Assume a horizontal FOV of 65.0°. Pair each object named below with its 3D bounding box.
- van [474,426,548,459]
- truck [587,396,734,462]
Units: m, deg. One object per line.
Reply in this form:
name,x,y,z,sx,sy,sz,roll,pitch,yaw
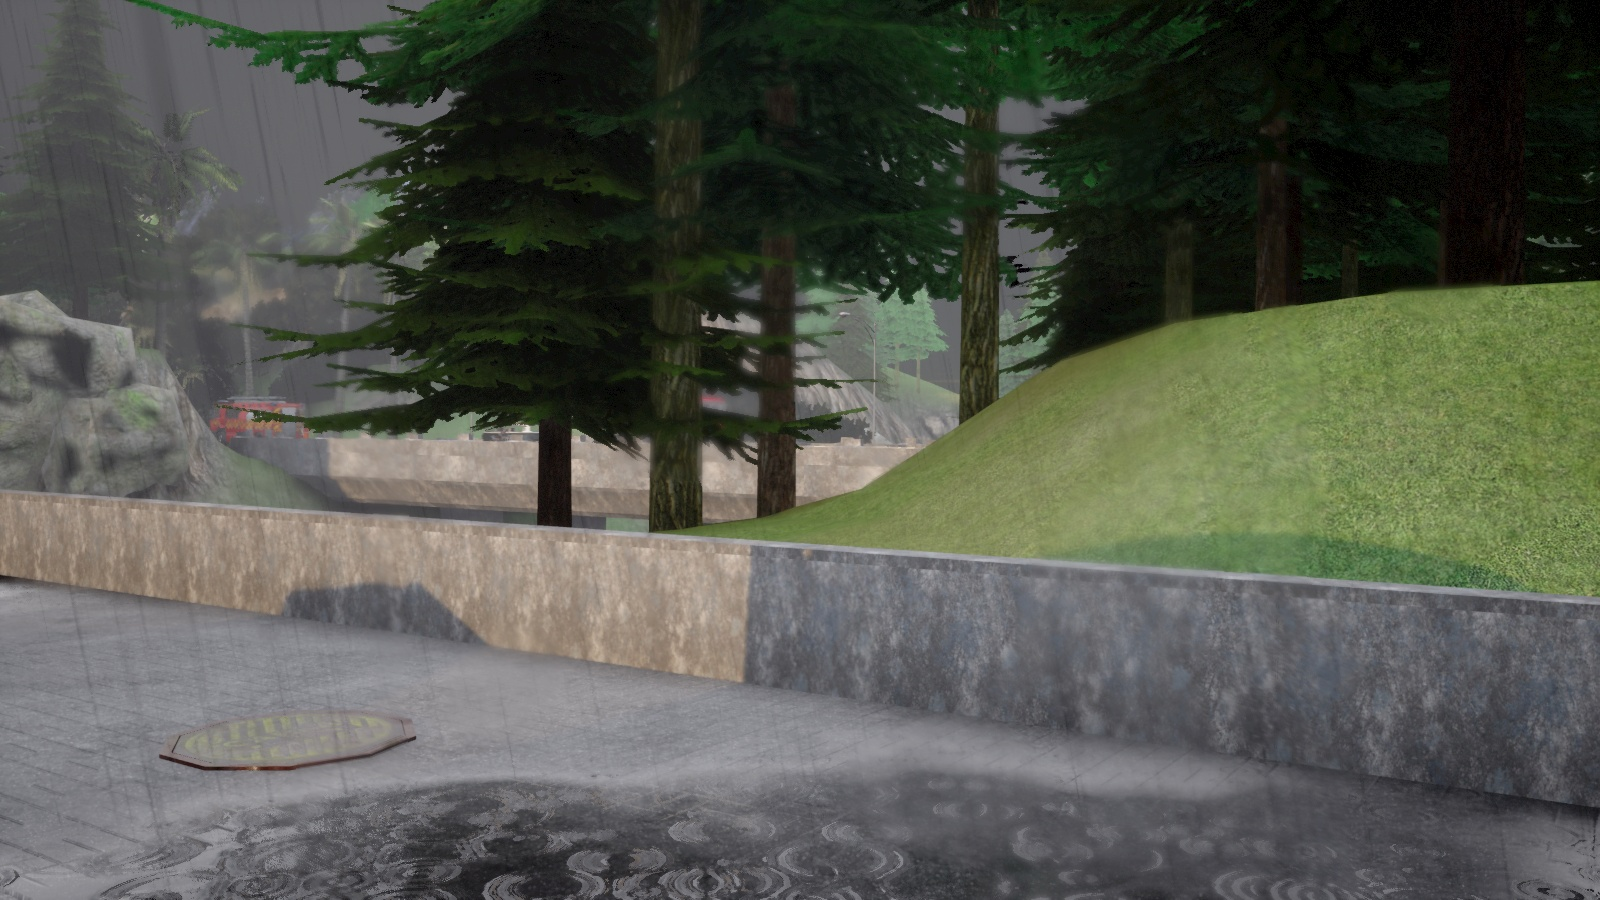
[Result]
van,-18.615,-0.481,80.785,4.480,2.038,2.069,0,1,34
truck,-7.682,-1.119,68.728,7.936,3.462,2.891,0,1,34
